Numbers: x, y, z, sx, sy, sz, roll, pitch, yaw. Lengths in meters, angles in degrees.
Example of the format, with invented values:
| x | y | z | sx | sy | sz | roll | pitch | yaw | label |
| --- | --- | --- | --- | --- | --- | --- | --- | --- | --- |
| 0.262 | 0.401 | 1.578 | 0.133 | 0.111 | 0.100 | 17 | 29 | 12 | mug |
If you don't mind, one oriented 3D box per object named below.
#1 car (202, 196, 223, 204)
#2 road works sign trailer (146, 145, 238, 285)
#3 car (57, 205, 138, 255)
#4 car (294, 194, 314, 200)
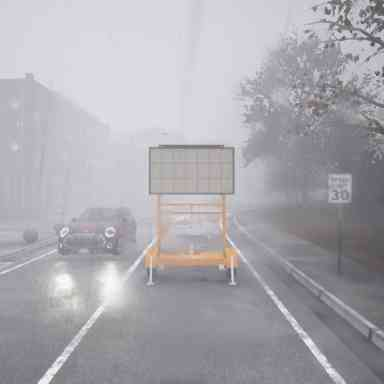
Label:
| x | y | z | sx | sy | sz | roll | pitch | yaw | label |
| --- | --- | --- | --- | --- | --- | --- | --- | --- | --- |
| 3.355 | 1.405 | 53.514 | 2.128 | 1.511 | 4.902 | -1 | 0 | 34 | car |
| -0.011 | 0.467 | 9.484 | 2.380 | 3.560 | 2.880 | 0 | 0 | 0 | road works sign trailer |
| -3.534 | 1.355 | 13.191 | 2.097 | 1.767 | 4.553 | 0 | 0 | 1 | car |
| 23.450 | 0.977 | 69.613 | 4.674 | 1.442 | 1.812 | -2 | 0 | -32 | car |
